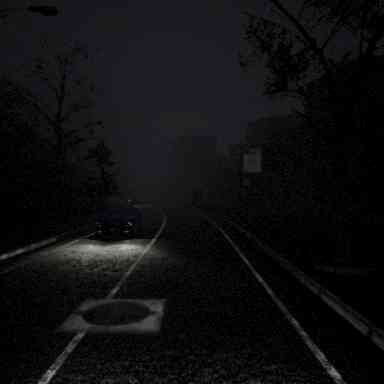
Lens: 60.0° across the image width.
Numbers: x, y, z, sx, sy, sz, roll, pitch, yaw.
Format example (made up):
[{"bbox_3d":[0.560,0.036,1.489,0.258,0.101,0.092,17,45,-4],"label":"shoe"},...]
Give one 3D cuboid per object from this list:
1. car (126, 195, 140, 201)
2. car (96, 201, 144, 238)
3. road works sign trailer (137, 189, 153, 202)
[{"bbox_3d":[-10.709,1.392,59.822,2.097,1.767,4.553,-2,0,-17],"label":"car"},{"bbox_3d":[-3.721,1.453,17.796,1.882,1.535,5.008,0,0,-1],"label":"car"},{"bbox_3d":[-9.770,0.752,68.658,2.380,2.880,3.560,-2,1,-28],"label":"road works sign trailer"}]
